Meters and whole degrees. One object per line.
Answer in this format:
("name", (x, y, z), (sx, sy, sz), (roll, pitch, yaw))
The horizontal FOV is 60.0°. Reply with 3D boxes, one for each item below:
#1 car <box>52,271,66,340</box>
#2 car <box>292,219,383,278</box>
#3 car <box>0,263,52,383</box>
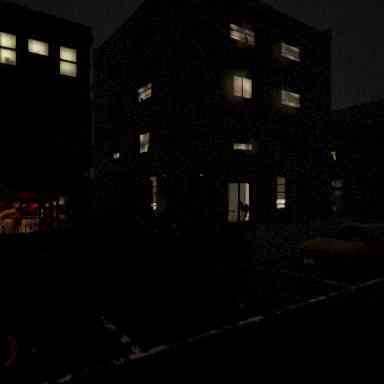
("car", (-3.804, 1.551, 3.848), (4.403, 1.369, 2.008), (0, 0, -36))
("car", (5.048, 1.526, 10.170), (4.829, 1.417, 1.752), (0, 0, -36))
("car", (-3.565, 1.222, 0.832), (5.566, 2.045, 2.150), (0, 0, -36))
